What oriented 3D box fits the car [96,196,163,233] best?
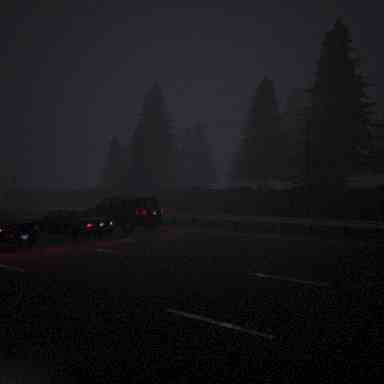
[{"bbox_3d":[-4.235,1.257,19.788,5.566,2.045,2.150,0,0,36],"label":"car"}]

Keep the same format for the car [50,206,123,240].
[{"bbox_3d":[-6.243,1.562,16.921,5.357,1.411,2.033,0,0,36],"label":"car"}]

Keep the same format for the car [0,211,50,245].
[{"bbox_3d":[-8.276,1.532,14.072,4.674,1.442,1.812,0,0,36],"label":"car"}]
